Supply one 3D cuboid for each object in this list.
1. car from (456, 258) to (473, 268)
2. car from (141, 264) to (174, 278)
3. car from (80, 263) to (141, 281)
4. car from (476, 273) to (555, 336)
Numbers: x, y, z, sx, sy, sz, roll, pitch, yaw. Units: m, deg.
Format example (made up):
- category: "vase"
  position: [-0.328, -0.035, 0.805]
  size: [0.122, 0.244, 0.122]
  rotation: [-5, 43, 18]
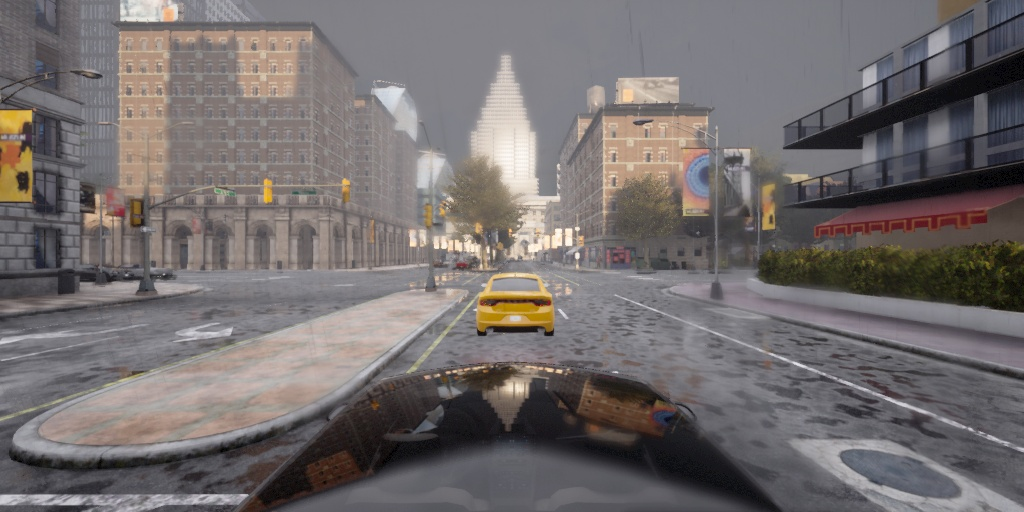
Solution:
- category: "car"
  position: [-8.001, 1.350, 59.154]
  size: [1.895, 1.301, 4.718]
  rotation: [0, 0, 0]
- category: "car"
  position: [-33.666, 1.351, 32.413]
  size: [4.718, 1.301, 1.895]
  rotation: [0, 0, 0]
- category: "car"
  position: [-33.414, 1.276, 28.915]
  size: [4.674, 1.442, 1.812]
  rotation: [0, 0, 0]
- category: "car"
  position: [0.092, 1.228, 10.414]
  size: [1.882, 1.535, 5.008]
  rotation: [0, 0, 0]
